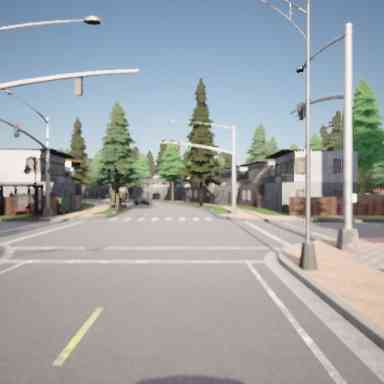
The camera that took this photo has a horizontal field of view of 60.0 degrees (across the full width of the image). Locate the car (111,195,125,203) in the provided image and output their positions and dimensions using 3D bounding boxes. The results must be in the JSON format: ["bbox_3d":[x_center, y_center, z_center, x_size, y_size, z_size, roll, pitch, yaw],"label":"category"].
[{"bbox_3d":[-14.281,1.313,64.242,1.812,1.442,4.674,0,1,-31],"label":"car"}]

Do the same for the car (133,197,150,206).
[{"bbox_3d":[-7.596,1.392,49.970,1.994,1.385,4.181,0,0,-18],"label":"car"}]
